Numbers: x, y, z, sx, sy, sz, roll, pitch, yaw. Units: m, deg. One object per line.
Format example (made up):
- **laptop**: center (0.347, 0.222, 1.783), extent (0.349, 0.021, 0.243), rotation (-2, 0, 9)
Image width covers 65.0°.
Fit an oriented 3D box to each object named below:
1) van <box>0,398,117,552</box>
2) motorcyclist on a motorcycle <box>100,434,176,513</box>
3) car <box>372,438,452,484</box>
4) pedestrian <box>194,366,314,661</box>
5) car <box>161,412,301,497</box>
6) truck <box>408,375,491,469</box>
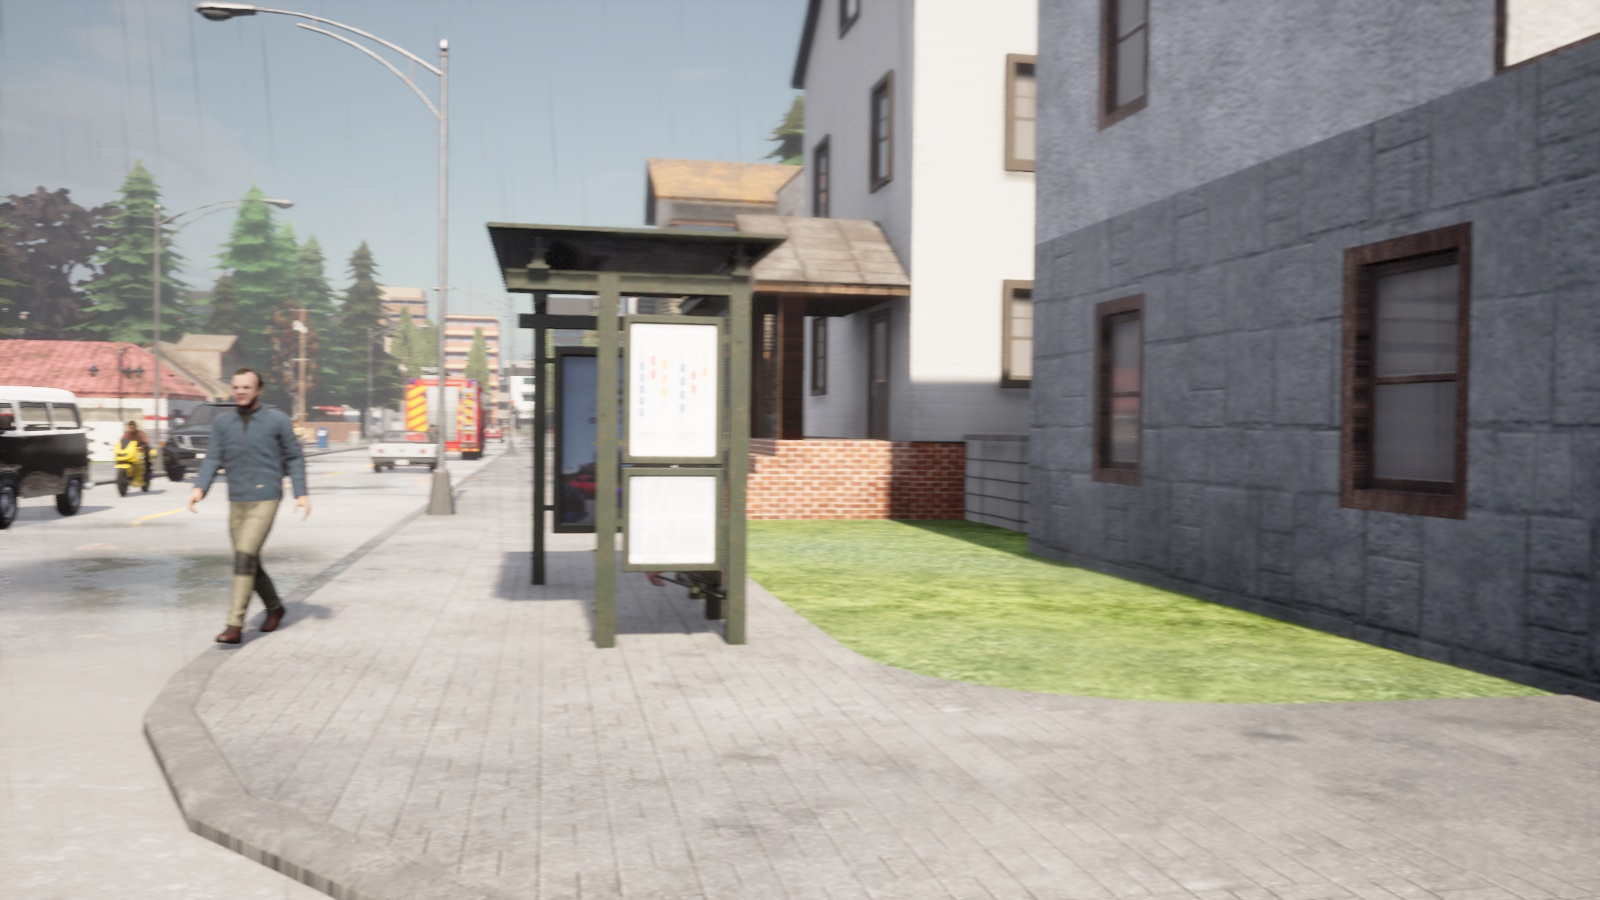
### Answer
- **van**: center (-12.010, 0.304, 18.547), extent (2.069, 2.038, 4.480), rotation (-1, 1, -11)
- **motorcyclist on a motorcycle**: center (-13.415, 0.450, 25.521), extent (0.797, 1.523, 2.044), rotation (-1, 1, -11)
- **car**: center (-12.155, 0.300, 39.590), extent (1.895, 1.301, 4.718), rotation (-1, 1, -11)
- **pedestrian**: center (-3.552, 0.393, 8.215), extent (0.402, 1.842, 0.726), rotation (0, 1, 4)
- **car**: center (-15.013, 0.058, 33.483), extent (2.150, 2.045, 5.566), rotation (-1, 1, -11)
- **truck**: center (-15.345, -1.221, 55.436), extent (2.891, 3.827, 8.468), rotation (-1, 1, -12)
